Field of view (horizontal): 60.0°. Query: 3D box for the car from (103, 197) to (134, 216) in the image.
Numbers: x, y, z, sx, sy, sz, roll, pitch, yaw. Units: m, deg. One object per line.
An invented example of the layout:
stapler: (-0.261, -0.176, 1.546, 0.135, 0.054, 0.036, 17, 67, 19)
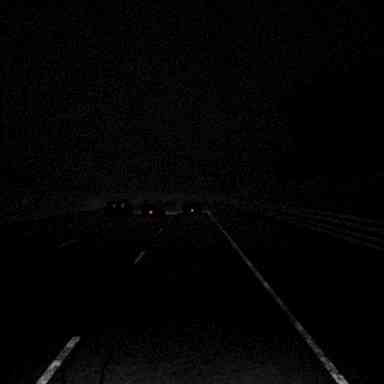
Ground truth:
car: (-6.961, 1.277, 31.867, 2.097, 1.767, 4.553, 0, 0, 1)

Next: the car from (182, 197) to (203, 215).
car: (0.046, 1.433, 32.852, 1.837, 1.490, 4.892, 0, 0, 0)

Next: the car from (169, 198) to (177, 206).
car: (-3.415, 1.578, 52.029, 1.895, 1.301, 4.718, 0, 0, 0)

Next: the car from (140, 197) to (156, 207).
car: (-6.914, 1.549, 53.040, 1.994, 1.385, 4.181, 0, 0, 0)

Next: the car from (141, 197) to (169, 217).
car: (-3.470, 1.432, 30.616, 1.837, 1.490, 4.892, 0, 0, 0)

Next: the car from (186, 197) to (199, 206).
car: (0.087, 1.558, 54.089, 1.994, 1.385, 4.181, 0, -1, 0)
